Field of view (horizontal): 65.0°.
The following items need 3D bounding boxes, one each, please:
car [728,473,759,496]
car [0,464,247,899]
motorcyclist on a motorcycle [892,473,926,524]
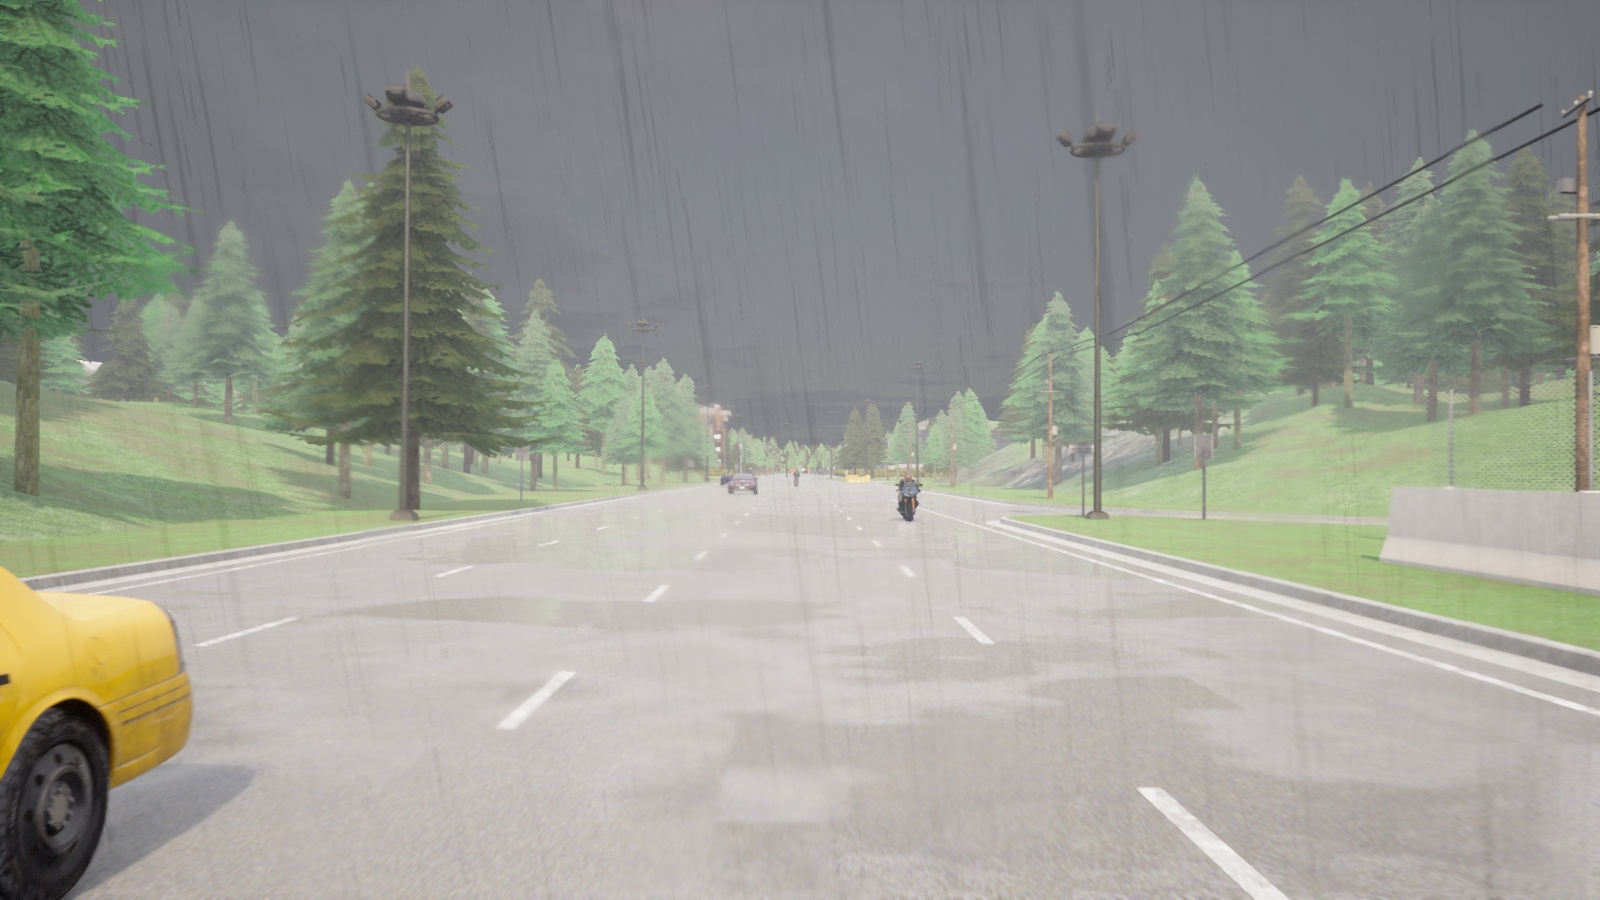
[{"bbox_3d":[-3.729,2.248,83.215,1.812,1.442,4.674,0,-1,0],"label":"car"},{"bbox_3d":[-3.506,0.822,3.257,1.801,1.575,5.366,0,-1,0],"label":"car"},{"bbox_3d":[3.392,1.495,39.355,0.866,1.530,2.191,0,-1,0],"label":"motorcyclist on a motorcycle"}]
